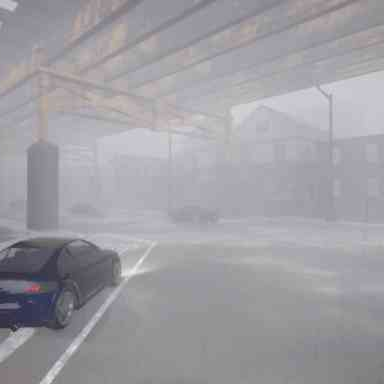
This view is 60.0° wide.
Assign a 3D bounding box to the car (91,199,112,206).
[{"bbox_3d":[-17.490,1.955,64.603,1.853,1.218,4.536,0,-1,15],"label":"car"}]

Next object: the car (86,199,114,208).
[{"bbox_3d":[-16.827,2.075,60.882,4.974,1.542,2.038,0,-1,-15],"label":"car"}]

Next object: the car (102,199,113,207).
[{"bbox_3d":[-16.777,1.917,60.897,4.536,1.218,1.853,0,-1,-15],"label":"car"}]

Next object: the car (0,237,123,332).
[{"bbox_3d":[-2.934,1.638,7.115,1.994,1.385,4.181,0,-1,5],"label":"car"}]

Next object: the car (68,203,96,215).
[{"bbox_3d":[-13.230,1.972,39.936,1.994,1.385,4.181,1,-1,-44],"label":"car"}]

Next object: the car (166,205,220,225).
[{"bbox_3d":[-0.026,1.751,26.619,1.882,1.535,5.008,1,-1,-45],"label":"car"}]

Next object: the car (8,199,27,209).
[{"bbox_3d":[-29.024,1.921,55.776,4.553,1.767,2.097,-1,-1,43],"label":"car"}]

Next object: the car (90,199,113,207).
[{"bbox_3d":[-17.504,2.112,64.551,2.038,1.542,4.974,0,-1,15],"label":"car"}]
